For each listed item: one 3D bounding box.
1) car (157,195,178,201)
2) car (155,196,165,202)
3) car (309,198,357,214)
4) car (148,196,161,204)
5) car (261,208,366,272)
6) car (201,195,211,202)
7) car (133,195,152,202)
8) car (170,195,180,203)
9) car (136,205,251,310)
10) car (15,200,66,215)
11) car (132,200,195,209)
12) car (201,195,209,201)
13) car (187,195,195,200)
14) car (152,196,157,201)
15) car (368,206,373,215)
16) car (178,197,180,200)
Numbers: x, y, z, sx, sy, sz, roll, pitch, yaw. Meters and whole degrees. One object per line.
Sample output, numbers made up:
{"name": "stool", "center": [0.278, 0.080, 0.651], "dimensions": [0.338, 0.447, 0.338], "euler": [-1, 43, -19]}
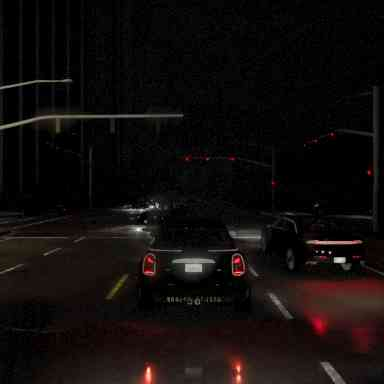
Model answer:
{"name": "car", "center": [-3.689, 1.547, 50.777], "dimensions": [2.033, 1.411, 5.357], "euler": [0, 0, 0]}
{"name": "car", "center": [-7.146, 1.594, 74.197], "dimensions": [1.895, 1.301, 4.718], "euler": [0, 0, 0]}
{"name": "car", "center": [14.603, 1.407, 34.705], "dimensions": [4.553, 1.767, 2.097], "euler": [0, 0, 2]}
{"name": "car", "center": [-7.177, 1.526, 64.154], "dimensions": [1.812, 1.442, 4.674], "euler": [0, 0, 0]}
{"name": "car", "center": [3.598, 1.492, 10.763], "dimensions": [2.128, 1.511, 4.902], "euler": [0, 0, -3]}
{"name": "car", "center": [3.349, 1.500, 76.402], "dimensions": [1.837, 1.490, 4.892], "euler": [0, 0, 0]}
{"name": "car", "center": [-7.185, 1.526, 46.455], "dimensions": [1.812, 1.442, 4.674], "euler": [0, 0, 0]}
{"name": "car", "center": [-3.639, 1.500, 70.490], "dimensions": [1.837, 1.490, 4.892], "euler": [0, 0, 0]}
{"name": "car", "center": [0.042, 1.352, 7.953], "dimensions": [2.097, 1.767, 4.553], "euler": [0, 0, 0]}
{"name": "car", "center": [-15.672, 1.562, 34.508], "dimensions": [4.892, 1.490, 1.837], "euler": [0, 0, 0]}
{"name": "car", "center": [-1.766, 1.572, 24.282], "dimensions": [2.033, 1.411, 5.357], "euler": [0, 0, 29]}
{"name": "car", "center": [3.326, 1.478, 87.950], "dimensions": [1.882, 1.535, 5.008], "euler": [0, 0, 0]}
{"name": "car", "center": [-0.153, 1.478, 77.866], "dimensions": [1.882, 1.535, 5.008], "euler": [0, 0, 0]}
{"name": "car", "center": [-7.196, 1.352, 55.358], "dimensions": [2.097, 1.767, 4.553], "euler": [0, 0, 0]}
{"name": "car", "center": [19.114, 1.560, 31.152], "dimensions": [4.892, 1.490, 1.837], "euler": [0, 0, 0]}
{"name": "car", "center": [-3.690, 1.491, 60.279], "dimensions": [2.128, 1.511, 4.902], "euler": [0, 0, 0]}
